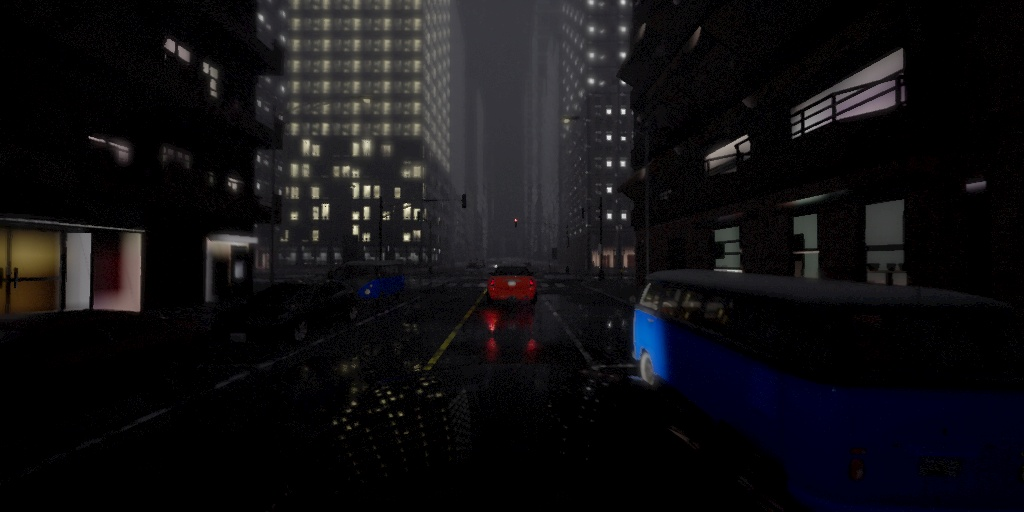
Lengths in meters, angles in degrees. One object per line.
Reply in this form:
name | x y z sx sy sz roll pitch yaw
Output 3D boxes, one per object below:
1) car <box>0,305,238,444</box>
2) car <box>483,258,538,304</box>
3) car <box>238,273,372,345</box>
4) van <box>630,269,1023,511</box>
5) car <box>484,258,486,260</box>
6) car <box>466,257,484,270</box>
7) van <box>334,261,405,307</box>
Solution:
car | -5.657 1.331 4.055 1.802 1.307 4.207 0 0 0
car | 0.000 1.120 16.473 2.097 1.767 4.553 0 0 0
car | -5.657 1.317 9.594 1.948 1.339 4.313 0 0 0
van | 2.691 1.090 4.107 1.690 1.789 3.998 0 0 0
car | -5.690 1.350 58.777 1.802 1.307 4.207 0 0 0
car | -5.690 1.205 53.202 1.967 1.591 4.097 0 0 0
van | -5.827 1.094 15.136 1.690 1.789 3.998 0 0 0
